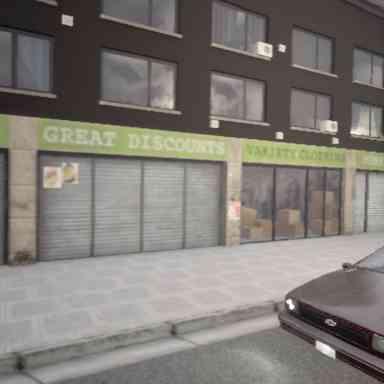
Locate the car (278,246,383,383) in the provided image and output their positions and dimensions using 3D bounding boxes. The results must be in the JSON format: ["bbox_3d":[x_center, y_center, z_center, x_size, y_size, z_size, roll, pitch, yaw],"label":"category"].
[{"bbox_3d":[3.912,1.473,5.188,5.357,1.411,2.033,0,2,-29],"label":"car"}]
